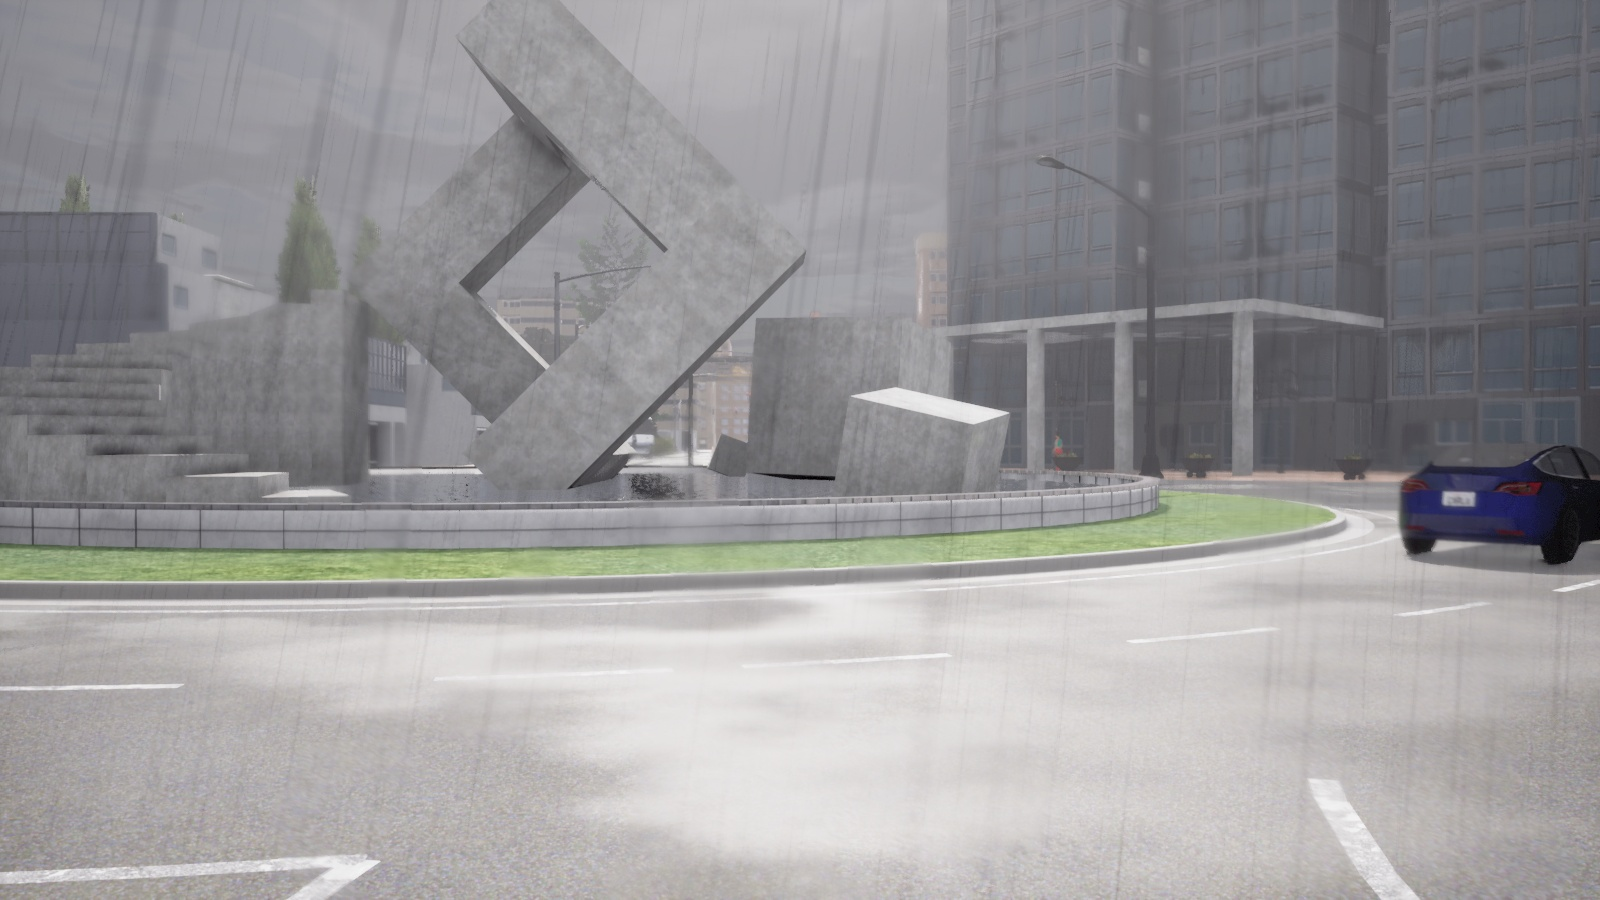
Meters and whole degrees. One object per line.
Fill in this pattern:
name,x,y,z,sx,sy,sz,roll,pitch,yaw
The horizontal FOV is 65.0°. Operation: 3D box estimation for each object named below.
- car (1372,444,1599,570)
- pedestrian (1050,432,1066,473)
car,9.980,0.657,17.219,4.792,1.488,2.163,0,0,-42
pedestrian,11.581,0.107,56.375,0.345,1.836,0.594,0,0,-36
